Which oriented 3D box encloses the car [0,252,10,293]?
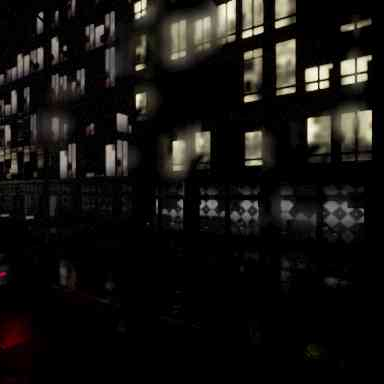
[{"bbox_3d":[-5.852,1.524,7.431,4.674,1.442,1.812,0,0,36],"label":"car"}]
